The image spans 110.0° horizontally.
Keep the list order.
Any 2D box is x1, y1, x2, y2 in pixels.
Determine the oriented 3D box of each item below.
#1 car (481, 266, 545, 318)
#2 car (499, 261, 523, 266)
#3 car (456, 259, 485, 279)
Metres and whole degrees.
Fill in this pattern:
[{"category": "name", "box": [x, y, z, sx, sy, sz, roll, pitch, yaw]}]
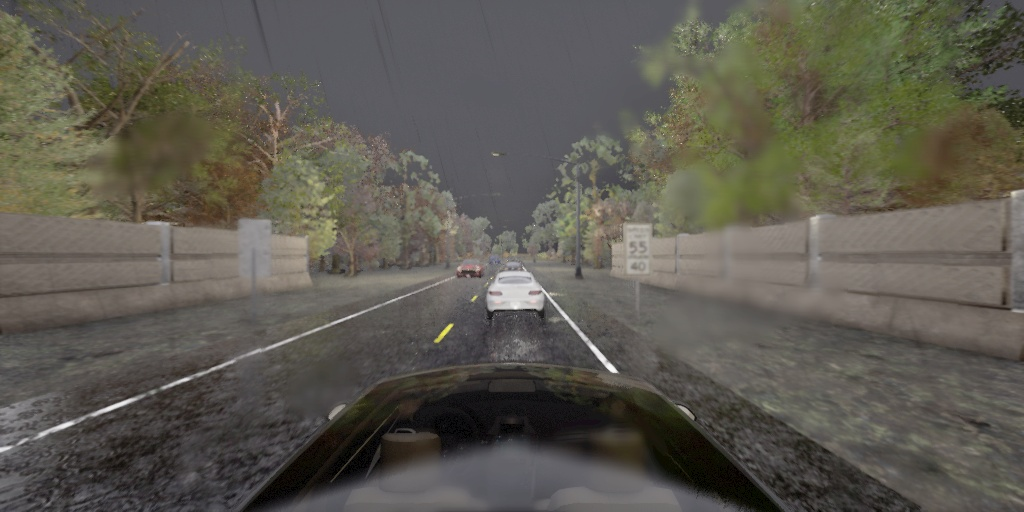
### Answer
[{"category": "car", "box": [0.099, 1.243, 12.647, 1.812, 1.442, 4.674, -1, 0, 0]}, {"category": "car", "box": [0.099, 1.213, 34.947, 2.033, 1.411, 5.357, 0, 0, 0]}, {"category": "car", "box": [-3.580, 1.029, 31.601, 2.097, 1.767, 4.553, 0, 0, 0]}]
